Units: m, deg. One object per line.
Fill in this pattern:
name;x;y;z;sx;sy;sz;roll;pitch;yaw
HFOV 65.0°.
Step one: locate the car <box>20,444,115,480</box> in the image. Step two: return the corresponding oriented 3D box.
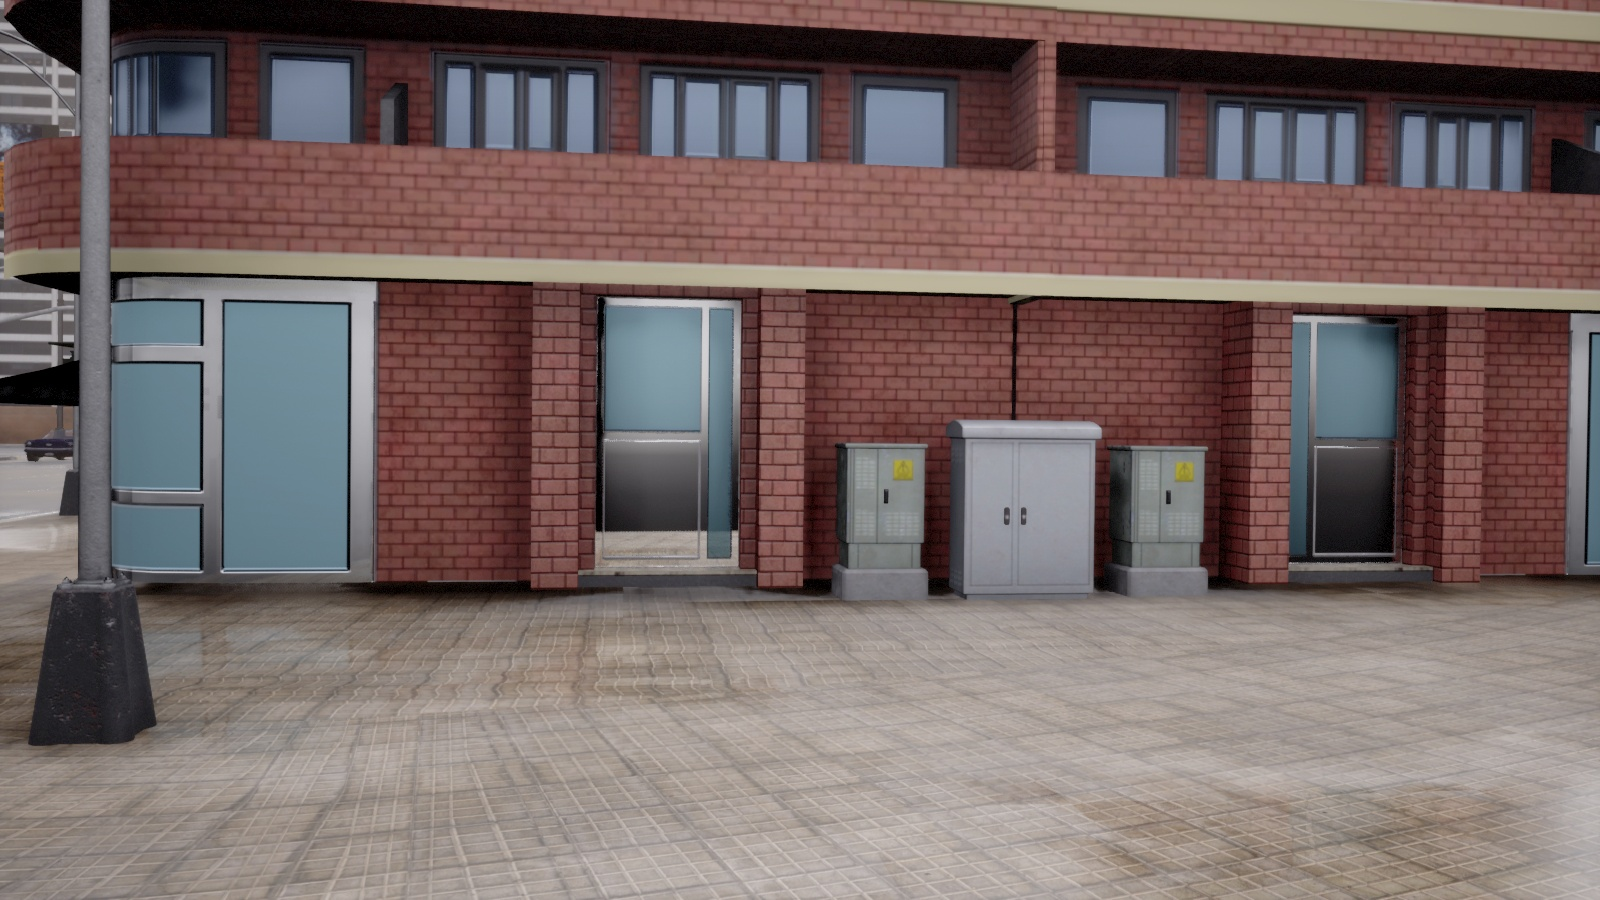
car;-29.393;0.449;50.540;1.895;1.301;4.718;-1;1;-12
